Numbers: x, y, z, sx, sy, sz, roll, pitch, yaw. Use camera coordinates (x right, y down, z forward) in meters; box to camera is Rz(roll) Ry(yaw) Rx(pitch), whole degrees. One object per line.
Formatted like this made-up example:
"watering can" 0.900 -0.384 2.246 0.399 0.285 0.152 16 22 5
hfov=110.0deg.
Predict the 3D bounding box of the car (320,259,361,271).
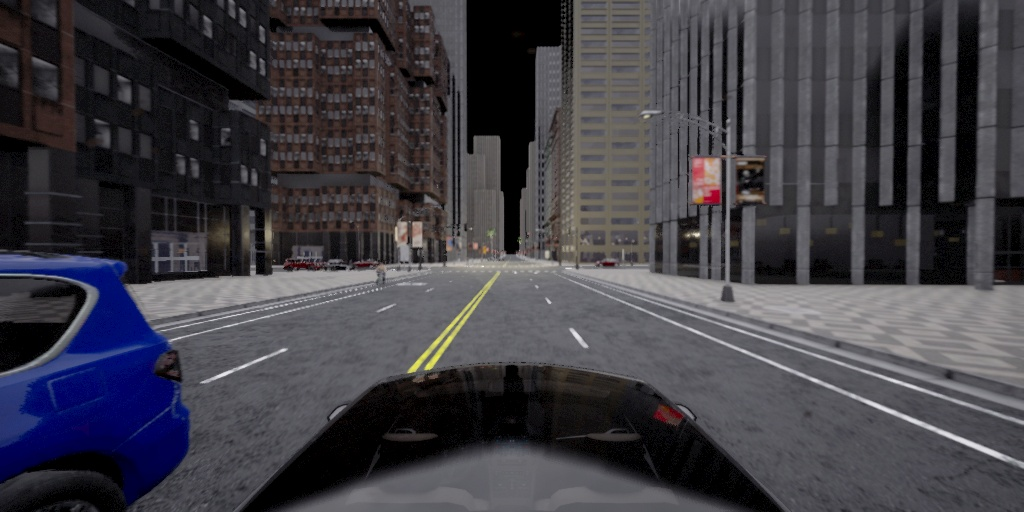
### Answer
"car" -24.711 1.480 51.734 4.313 1.339 1.948 0 0 0

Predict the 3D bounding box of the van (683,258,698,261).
"van" 27.534 1.136 54.784 3.998 1.789 1.690 0 0 0

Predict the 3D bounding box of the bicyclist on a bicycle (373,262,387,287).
"bicyclist on a bicycle" -8.744 1.203 23.932 0.866 1.612 1.509 0 0 0

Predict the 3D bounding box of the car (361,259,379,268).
"car" -24.711 1.234 60.259 4.097 1.591 1.967 0 0 0

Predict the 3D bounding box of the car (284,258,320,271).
"car" -30.137 1.248 51.733 5.009 1.841 2.192 0 0 0

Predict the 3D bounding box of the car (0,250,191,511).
"car" -3.349 0.969 0.181 2.150 2.045 5.566 0 0 0
